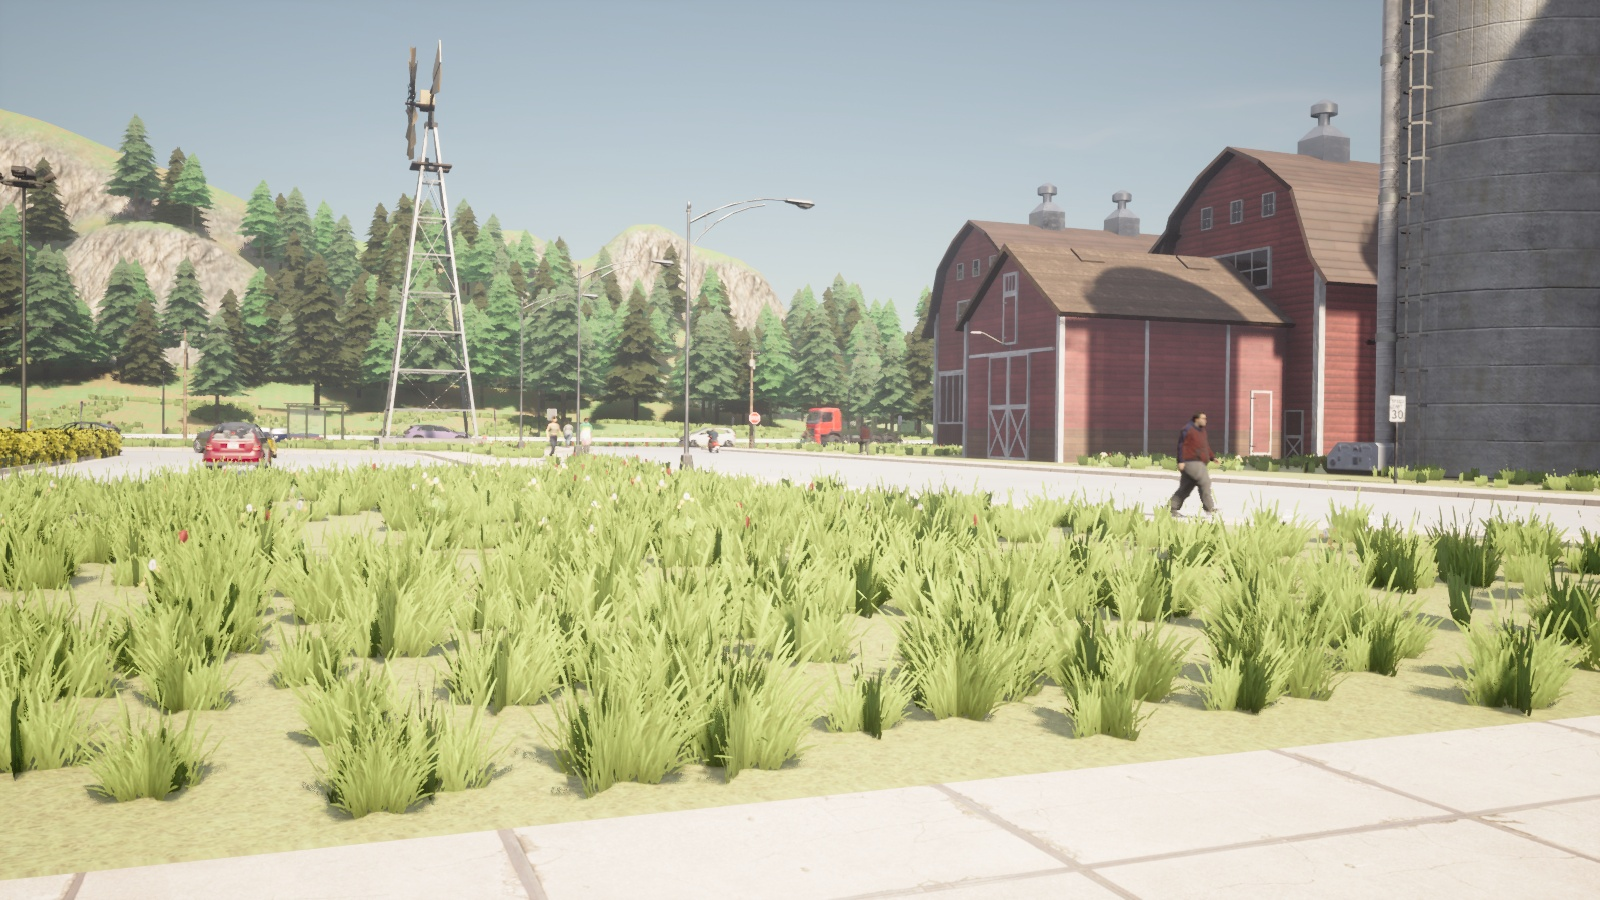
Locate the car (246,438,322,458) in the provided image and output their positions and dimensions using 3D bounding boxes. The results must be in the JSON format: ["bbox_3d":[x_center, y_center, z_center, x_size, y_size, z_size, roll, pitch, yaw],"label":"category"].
[{"bbox_3d":[-35.537,-0.126,86.605,4.718,1.301,1.895,-1,1,-21],"label":"car"}]

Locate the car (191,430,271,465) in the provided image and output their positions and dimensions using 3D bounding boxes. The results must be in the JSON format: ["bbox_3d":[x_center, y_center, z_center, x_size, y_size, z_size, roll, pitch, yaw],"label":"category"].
[{"bbox_3d":[-28.754,-0.144,63.395,2.152,1.651,5.027,-1,1,-43],"label":"car"}]

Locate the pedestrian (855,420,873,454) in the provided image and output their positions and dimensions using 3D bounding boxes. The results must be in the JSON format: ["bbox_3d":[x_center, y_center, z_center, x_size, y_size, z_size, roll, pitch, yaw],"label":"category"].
[{"bbox_3d":[3.539,-0.717,69.588,0.634,1.844,0.899,-1,1,-22],"label":"pedestrian"}]

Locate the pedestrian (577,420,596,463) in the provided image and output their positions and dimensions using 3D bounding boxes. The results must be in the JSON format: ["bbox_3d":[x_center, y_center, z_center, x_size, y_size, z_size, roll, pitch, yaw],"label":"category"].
[{"bbox_3d":[-9.919,-0.389,58.341,0.659,1.952,0.873,-1,1,-25],"label":"pedestrian"}]

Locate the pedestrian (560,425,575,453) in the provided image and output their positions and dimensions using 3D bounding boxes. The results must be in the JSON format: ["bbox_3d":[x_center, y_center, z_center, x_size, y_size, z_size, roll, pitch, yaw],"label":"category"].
[{"bbox_3d":[-15.503,-0.741,83.679,0.874,1.855,0.900,-1,1,-14],"label":"pedestrian"}]

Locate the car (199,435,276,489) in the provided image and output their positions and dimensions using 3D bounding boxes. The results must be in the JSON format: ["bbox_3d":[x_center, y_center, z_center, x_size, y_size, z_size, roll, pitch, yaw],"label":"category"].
[{"bbox_3d":[-17.436,0.329,39.073,1.789,1.549,3.705,-1,1,-18],"label":"car"}]

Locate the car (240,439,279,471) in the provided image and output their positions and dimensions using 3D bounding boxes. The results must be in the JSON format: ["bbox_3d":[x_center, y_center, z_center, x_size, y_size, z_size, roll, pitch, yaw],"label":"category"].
[{"bbox_3d":[-23.954,0.206,55.671,1.481,1.376,2.207,-1,1,-22],"label":"car"}]

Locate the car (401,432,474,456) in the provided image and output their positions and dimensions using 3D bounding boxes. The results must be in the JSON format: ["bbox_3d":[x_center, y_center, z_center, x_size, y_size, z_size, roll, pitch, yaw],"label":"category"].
[{"bbox_3d":[-26.073,-0.458,90.220,4.856,1.649,2.033,-1,1,-21],"label":"car"}]

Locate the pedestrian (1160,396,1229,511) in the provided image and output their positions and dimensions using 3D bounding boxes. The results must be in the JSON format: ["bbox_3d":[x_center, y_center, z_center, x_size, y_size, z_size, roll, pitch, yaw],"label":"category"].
[{"bbox_3d":[6.498,0.047,20.687,0.899,1.844,0.634,0,1,40],"label":"pedestrian"}]

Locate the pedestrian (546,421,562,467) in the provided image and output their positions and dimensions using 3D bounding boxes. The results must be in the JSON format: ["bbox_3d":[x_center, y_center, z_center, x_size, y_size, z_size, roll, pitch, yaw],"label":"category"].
[{"bbox_3d":[-9.839,-0.254,50.172,0.345,1.836,0.594,-1,1,-42],"label":"pedestrian"}]

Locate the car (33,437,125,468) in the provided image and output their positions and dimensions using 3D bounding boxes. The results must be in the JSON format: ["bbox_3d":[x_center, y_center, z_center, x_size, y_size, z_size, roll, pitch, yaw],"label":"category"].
[{"bbox_3d":[-37.374,0.121,65.144,3.705,1.549,1.789,-1,1,-8],"label":"car"}]
